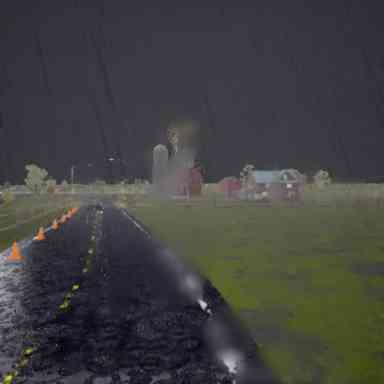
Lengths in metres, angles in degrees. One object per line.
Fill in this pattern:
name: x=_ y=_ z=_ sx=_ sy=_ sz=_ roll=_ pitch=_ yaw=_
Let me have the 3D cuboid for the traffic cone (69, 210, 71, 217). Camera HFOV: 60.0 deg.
traffic cone: x=-11.335 y=1.971 z=30.776 sx=0.340 sy=0.580 sz=0.340 roll=-1 pitch=0 yaw=-15

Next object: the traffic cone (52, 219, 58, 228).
traffic cone: x=-8.714 y=1.988 z=21.124 sx=0.340 sy=0.580 sz=0.340 roll=-1 pitch=0 yaw=-15

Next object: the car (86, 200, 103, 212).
car: x=-11.458 y=1.582 z=39.094 sx=1.895 sy=1.301 sz=4.718 roll=-1 pitch=0 yaw=-15

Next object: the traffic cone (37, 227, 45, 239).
traffic cone: x=-7.404 y=1.993 z=16.299 sx=0.340 sy=0.580 sz=0.340 roll=-1 pitch=0 yaw=-15

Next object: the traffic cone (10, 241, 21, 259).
traffic cone: x=-6.096 y=1.997 z=11.479 sx=0.340 sy=0.580 sz=0.340 roll=-1 pitch=0 yaw=-15

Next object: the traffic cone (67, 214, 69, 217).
traffic cone: x=-10.024 y=1.979 z=25.950 sx=0.340 sy=0.580 sz=0.340 roll=-1 pitch=0 yaw=-15
